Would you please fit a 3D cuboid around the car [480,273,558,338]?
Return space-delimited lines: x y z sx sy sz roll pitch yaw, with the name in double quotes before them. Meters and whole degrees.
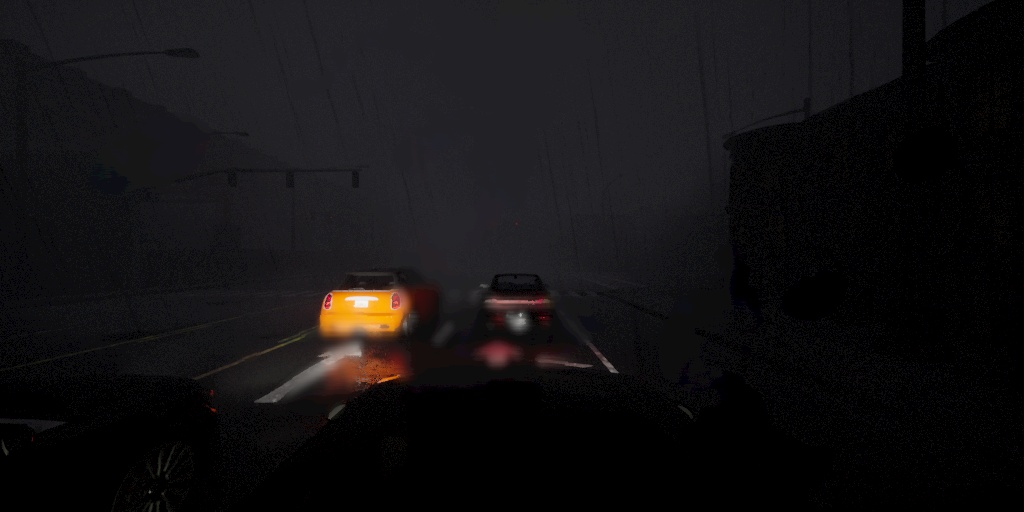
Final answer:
"car" 0.116 1.241 10.252 2.128 1.511 4.902 0 0 -1

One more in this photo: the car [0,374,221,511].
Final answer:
"car" -3.400 1.242 1.061 2.128 1.511 4.902 0 0 0

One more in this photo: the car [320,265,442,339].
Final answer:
"car" -3.393 1.101 10.211 2.097 1.767 4.553 0 0 0
